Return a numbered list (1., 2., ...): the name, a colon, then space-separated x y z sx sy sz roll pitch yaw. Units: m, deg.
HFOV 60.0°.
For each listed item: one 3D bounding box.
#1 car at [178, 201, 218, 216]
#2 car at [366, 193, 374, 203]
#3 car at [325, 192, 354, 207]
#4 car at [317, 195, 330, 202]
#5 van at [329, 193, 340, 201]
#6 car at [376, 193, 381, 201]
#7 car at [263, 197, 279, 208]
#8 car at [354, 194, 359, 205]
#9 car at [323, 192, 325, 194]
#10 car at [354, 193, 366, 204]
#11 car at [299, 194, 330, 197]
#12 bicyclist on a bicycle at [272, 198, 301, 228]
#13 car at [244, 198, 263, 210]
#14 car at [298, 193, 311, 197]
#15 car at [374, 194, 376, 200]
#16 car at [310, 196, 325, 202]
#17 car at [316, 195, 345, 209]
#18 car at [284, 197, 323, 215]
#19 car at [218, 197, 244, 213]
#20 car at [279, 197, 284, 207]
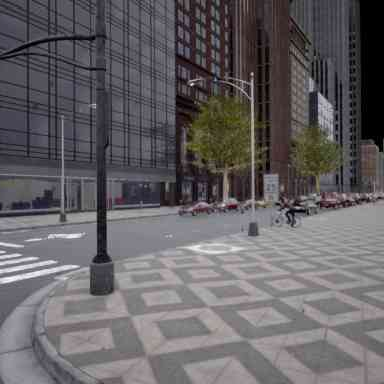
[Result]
1. car: 0.408 1.524 31.743 1.802 1.307 4.206 0 0 35
2. car: 32.982 1.099 64.087 2.192 1.841 5.009 0 0 35
3. car: 20.206 1.136 45.500 2.192 1.841 5.009 0 0 35
4. car: 29.158 1.426 73.570 1.802 1.307 4.206 0 0 35
5. van: 35.544 1.185 82.867 1.690 1.788 3.998 -1 0 35
6. car: 42.565 1.358 78.027 1.802 1.307 4.206 -1 0 35
7. car: 9.895 1.425 45.545 1.752 1.417 4.829 0 0 35
8. car: 23.401 1.377 50.145 1.947 1.339 4.313 0 0 35
9. car: 22.124 1.051 52.827 2.150 2.045 5.566 -1 0 35
10. car: 26.594 1.117 54.793 2.192 1.841 5.009 0 0 35
11. car: 16.441 1.339 44.558 2.128 1.511 4.902 -1 0 35
12. bicyclist on a bicycle: 5.202 1.177 18.439 1.656 1.620 0.582 -1 0 35
13. car: 6.797 1.494 41.038 1.802 1.307 4.206 0 0 35
14. car: 19.574 1.415 59.628 1.887 1.381 4.507 0 0 35
15. car: 36.273 1.302 68.873 1.752 1.417 4.829 -1 0 35
16. car: 25.964 1.417 68.924 1.947 1.339 4.313 0 0 35
17. car: 17.013 1.377 40.852 1.887 1.381 4.507 0 0 35
18. car: 10.625 1.424 31.557 1.947 1.339 4.313 0 0 35
19. car: 3.601 1.366 36.390 1.967 1.590 4.097 0 0 35
20. car: 13.186 1.455 50.334 1.947 1.339 4.313 0 0 35
